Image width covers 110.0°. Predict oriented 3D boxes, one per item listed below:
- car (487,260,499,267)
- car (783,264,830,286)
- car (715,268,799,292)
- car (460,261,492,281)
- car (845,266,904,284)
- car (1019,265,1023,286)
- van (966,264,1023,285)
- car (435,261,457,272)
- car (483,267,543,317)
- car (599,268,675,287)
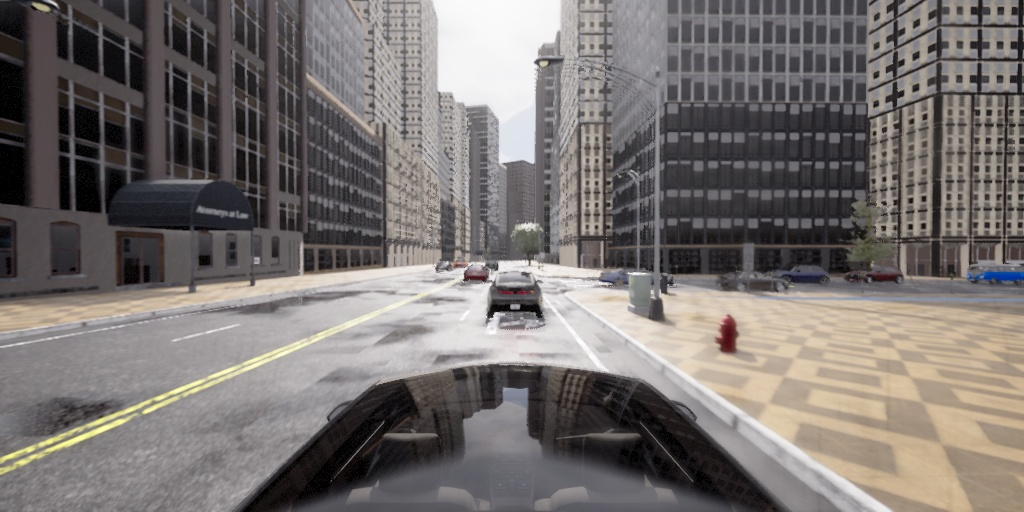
[{"bbox_3d":[-3.146,1.384,56.276,2.097,1.767,4.553,0,0,0],"label":"car"},{"bbox_3d":[23.482,1.504,29.806,4.553,1.767,2.097,1,1,-1],"label":"car"},{"bbox_3d":[15.916,1.691,23.809,4.403,1.370,2.007,0,0,-1],"label":"car"},{"bbox_3d":[-3.147,1.447,32.293,1.994,1.385,4.181,0,0,0],"label":"car"},{"bbox_3d":[32.745,1.656,32.526,4.097,1.591,1.967,0,0,-1],"label":"car"},{"bbox_3d":[46.185,1.729,30.001,4.553,1.767,2.097,0,1,0],"label":"car"},{"bbox_3d":[44.027,1.668,32.666,3.998,1.789,1.690,0,0,-1],"label":"van"},{"bbox_3d":[-9.822,1.500,51.942,2.128,1.511,4.902,0,0,0],"label":"car"},{"bbox_3d":[0.100,1.316,13.426,1.837,1.490,4.892,0,0,0],"label":"car"},{"bbox_3d":[9.324,1.585,27.080,5.357,1.411,2.033,1,1,6],"label":"car"}]
